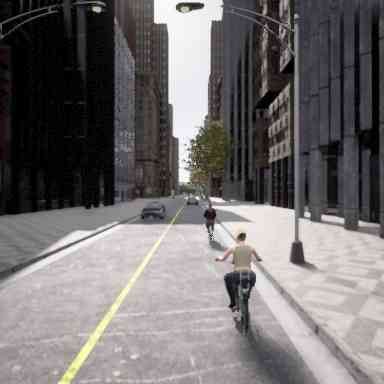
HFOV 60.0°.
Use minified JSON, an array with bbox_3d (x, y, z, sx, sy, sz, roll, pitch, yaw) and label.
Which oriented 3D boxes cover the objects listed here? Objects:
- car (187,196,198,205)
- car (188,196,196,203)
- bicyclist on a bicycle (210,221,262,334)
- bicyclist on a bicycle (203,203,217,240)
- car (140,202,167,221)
[{"bbox_3d":[0.091,1.694,60.493,1.994,1.385,4.181,0,0,0],"label":"car"},{"bbox_3d":[-0.012,1.702,75.650,1.837,1.490,4.892,0,0,0],"label":"car"},{"bbox_3d":[0.840,1.435,5.792,0.866,1.612,1.509,0,0,0],"label":"bicyclist on a bicycle"},{"bbox_3d":[0.825,1.376,15.136,0.659,1.776,1.843,0,0,0],"label":"bicyclist on a bicycle"},{"bbox_3d":[-3.105,1.579,28.077,2.033,1.411,5.357,0,0,0],"label":"car"}]
